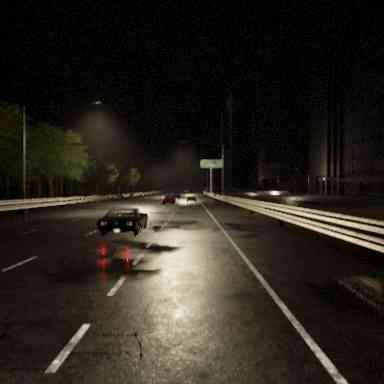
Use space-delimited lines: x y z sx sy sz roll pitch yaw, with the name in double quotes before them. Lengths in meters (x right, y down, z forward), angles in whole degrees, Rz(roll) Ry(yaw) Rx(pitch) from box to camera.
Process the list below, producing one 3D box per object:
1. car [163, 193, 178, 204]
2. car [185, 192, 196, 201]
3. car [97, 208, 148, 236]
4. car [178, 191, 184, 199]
"car" -3.637 1.219 53.730 1.812 1.442 4.674 0 0 0
"car" -0.107 1.205 67.593 1.895 1.301 4.718 0 0 0
"car" -3.512 1.502 17.745 1.895 1.301 4.718 0 0 0
"car" -3.754 0.959 84.156 1.882 1.535 5.008 0 0 0
